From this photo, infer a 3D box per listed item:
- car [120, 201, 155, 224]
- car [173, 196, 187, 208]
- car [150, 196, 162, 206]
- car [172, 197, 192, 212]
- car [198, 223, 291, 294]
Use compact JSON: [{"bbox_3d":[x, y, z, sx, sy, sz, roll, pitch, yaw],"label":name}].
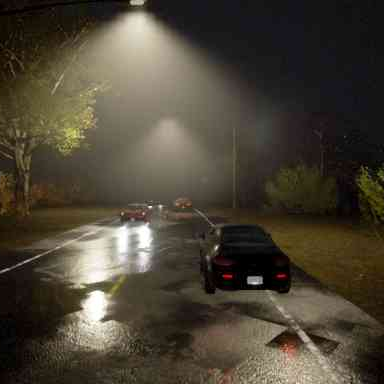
[{"bbox_3d":[-4.090,1.572,24.745,1.895,1.301,4.718,0,0,-2],"label":"car"},{"bbox_3d":[-1.725,1.418,47.694,1.837,1.490,4.892,0,0,-4],"label":"car"},{"bbox_3d":[-5.756,1.403,53.192,1.837,1.490,4.892,0,0,-5],"label":"car"},{"bbox_3d":[-1.031,1.465,37.514,1.812,1.442,4.674,0,0,-3],"label":"car"},{"bbox_3d":[1.174,1.520,8.653,1.812,1.442,4.674,0,0,-1],"label":"car"}]
